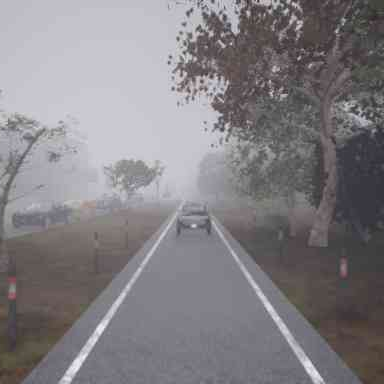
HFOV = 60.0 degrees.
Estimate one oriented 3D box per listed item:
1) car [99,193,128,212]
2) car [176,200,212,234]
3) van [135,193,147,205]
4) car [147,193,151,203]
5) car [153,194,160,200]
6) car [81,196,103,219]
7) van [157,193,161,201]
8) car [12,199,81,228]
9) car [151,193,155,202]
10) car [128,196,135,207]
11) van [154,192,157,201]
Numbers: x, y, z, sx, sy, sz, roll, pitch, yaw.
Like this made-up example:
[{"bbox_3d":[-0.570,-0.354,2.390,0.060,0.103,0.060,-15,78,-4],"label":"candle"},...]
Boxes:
[{"bbox_3d":[-9.043,1.096,35.972,2.435,2.045,5.566,0,0,1],"label":"car"},{"bbox_3d":[0.101,1.454,18.943,2.128,1.511,4.902,0,0,0],"label":"car"},{"bbox_3d":[-9.069,1.140,53.688,1.878,1.987,4.442,0,0,2],"label":"van"},{"bbox_3d":[-9.070,1.354,59.373,2.231,1.521,4.892,0,-1,-2],"label":"car"},{"bbox_3d":[-9.863,1.444,92.584,2.002,1.452,4.674,1,-1,-5],"label":"car"},{"bbox_3d":[-9.033,1.305,26.088,2.097,1.535,5.008,0,0,2],"label":"car"},{"bbox_3d":[-9.250,1.164,81.347,1.878,1.987,4.442,0,-1,-2],"label":"van"},{"bbox_3d":[-9.026,1.313,20.540,2.097,1.535,5.008,0,0,2],"label":"car"},{"bbox_3d":[-9.076,1.394,64.884,2.163,1.488,4.792,0,-1,-2],"label":"car"},{"bbox_3d":[-9.052,1.385,42.717,2.002,1.452,4.674,0,0,0],"label":"car"},{"bbox_3d":[-9.086,1.149,71.397,1.878,1.987,4.442,0,-1,-2],"label":"van"}]
